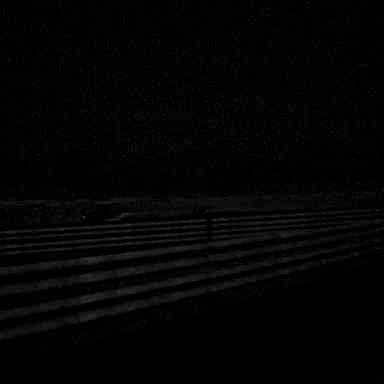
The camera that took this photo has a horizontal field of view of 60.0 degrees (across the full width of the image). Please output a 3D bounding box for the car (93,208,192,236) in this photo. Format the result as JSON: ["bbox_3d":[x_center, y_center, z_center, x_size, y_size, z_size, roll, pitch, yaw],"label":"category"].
[{"bbox_3d":[-2.651,1.742,17.761,4.674,1.442,1.812,-2,1,-19],"label":"car"}]

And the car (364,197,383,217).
[{"bbox_3d":[15.245,1.216,23.774,5.357,1.411,2.033,-2,1,-19],"label":"car"}]

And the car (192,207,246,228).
[{"bbox_3d":[1.375,1.653,22.805,4.718,1.301,1.895,-2,1,-19],"label":"car"}]

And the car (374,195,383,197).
[{"bbox_3d":[18.982,1.007,32.414,4.674,1.442,1.812,-2,1,-19],"label":"car"}]

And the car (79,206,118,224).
[{"bbox_3d":[-5.733,1.760,24.110,4.674,1.442,1.812,-2,1,-19],"label":"car"}]
